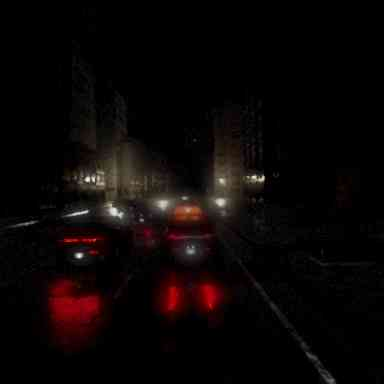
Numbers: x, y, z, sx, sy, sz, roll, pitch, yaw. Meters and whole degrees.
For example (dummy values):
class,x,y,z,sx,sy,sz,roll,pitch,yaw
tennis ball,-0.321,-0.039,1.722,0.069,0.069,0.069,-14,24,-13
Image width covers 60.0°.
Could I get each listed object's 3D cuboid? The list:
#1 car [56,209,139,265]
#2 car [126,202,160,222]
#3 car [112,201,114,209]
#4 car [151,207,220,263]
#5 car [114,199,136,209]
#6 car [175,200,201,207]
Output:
class,x,y,z,sx,sy,sz,roll,pitch,yaw
car,-3.318,1.599,12.124,1.837,1.490,4.892,-1,0,-1
car,-3.557,1.717,25.745,1.895,1.301,4.718,-1,0,-1
car,-10.605,1.735,49.489,2.128,1.511,4.902,-1,0,-1
car,-0.067,1.528,12.082,2.128,1.511,4.902,-1,0,-1
car,-7.178,1.686,37.847,1.837,1.490,4.892,-1,1,-1
car,-0.325,1.412,26.919,2.097,1.767,4.553,-1,0,-1
